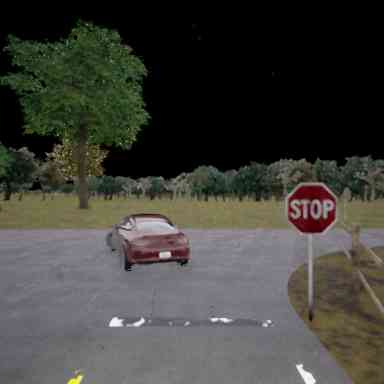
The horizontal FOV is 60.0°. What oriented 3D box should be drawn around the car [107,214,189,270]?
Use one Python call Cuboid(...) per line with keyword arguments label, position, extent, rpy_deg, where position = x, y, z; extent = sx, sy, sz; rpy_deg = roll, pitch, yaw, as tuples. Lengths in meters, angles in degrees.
Cuboid(label="car", position=(-1.526, 1.429, 10.718), extent=(1.812, 1.442, 4.674), rpy_deg=(0, 1, -21))
